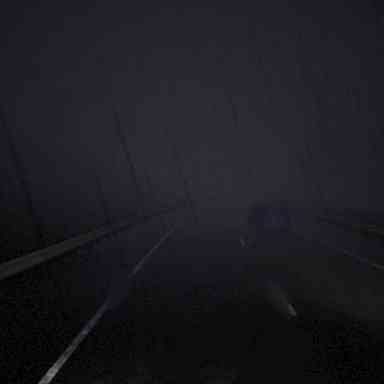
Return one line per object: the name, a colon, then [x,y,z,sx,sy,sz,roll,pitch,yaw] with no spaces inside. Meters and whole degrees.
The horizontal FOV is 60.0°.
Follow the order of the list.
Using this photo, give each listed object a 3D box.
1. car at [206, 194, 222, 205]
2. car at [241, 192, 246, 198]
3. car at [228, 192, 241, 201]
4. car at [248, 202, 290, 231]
car: [3.158,1.102,48.800,1.837,1.490,4.892,0,0,10]
car: [12.173,0.707,81.647,1.837,1.490,4.892,0,0,16]
car: [8.377,0.952,67.694,1.812,1.442,4.674,0,0,14]
car: [4.413,1.317,19.610,1.882,1.535,5.008,0,0,4]
